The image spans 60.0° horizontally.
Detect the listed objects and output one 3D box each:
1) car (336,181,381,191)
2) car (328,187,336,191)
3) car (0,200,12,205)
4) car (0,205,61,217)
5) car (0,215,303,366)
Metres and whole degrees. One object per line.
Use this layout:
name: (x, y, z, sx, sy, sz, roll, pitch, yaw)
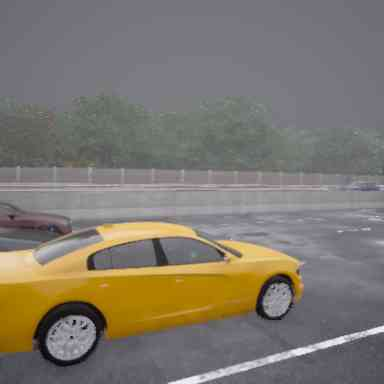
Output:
car: (21.849, -0.351, 42.951, 5.566, 2.045, 2.150, 0, 3, -25)
car: (21.180, -0.250, 46.500, 4.902, 1.511, 2.128, 0, 3, -25)
car: (-6.208, 0.964, 10.376, 4.674, 1.442, 1.812, 0, 3, -25)
car: (-5.399, 1.155, 6.893, 5.357, 1.411, 2.033, 0, 3, -25)
car: (-0.506, 1.234, 5.328, 5.008, 1.535, 1.882, 0, 3, -25)
